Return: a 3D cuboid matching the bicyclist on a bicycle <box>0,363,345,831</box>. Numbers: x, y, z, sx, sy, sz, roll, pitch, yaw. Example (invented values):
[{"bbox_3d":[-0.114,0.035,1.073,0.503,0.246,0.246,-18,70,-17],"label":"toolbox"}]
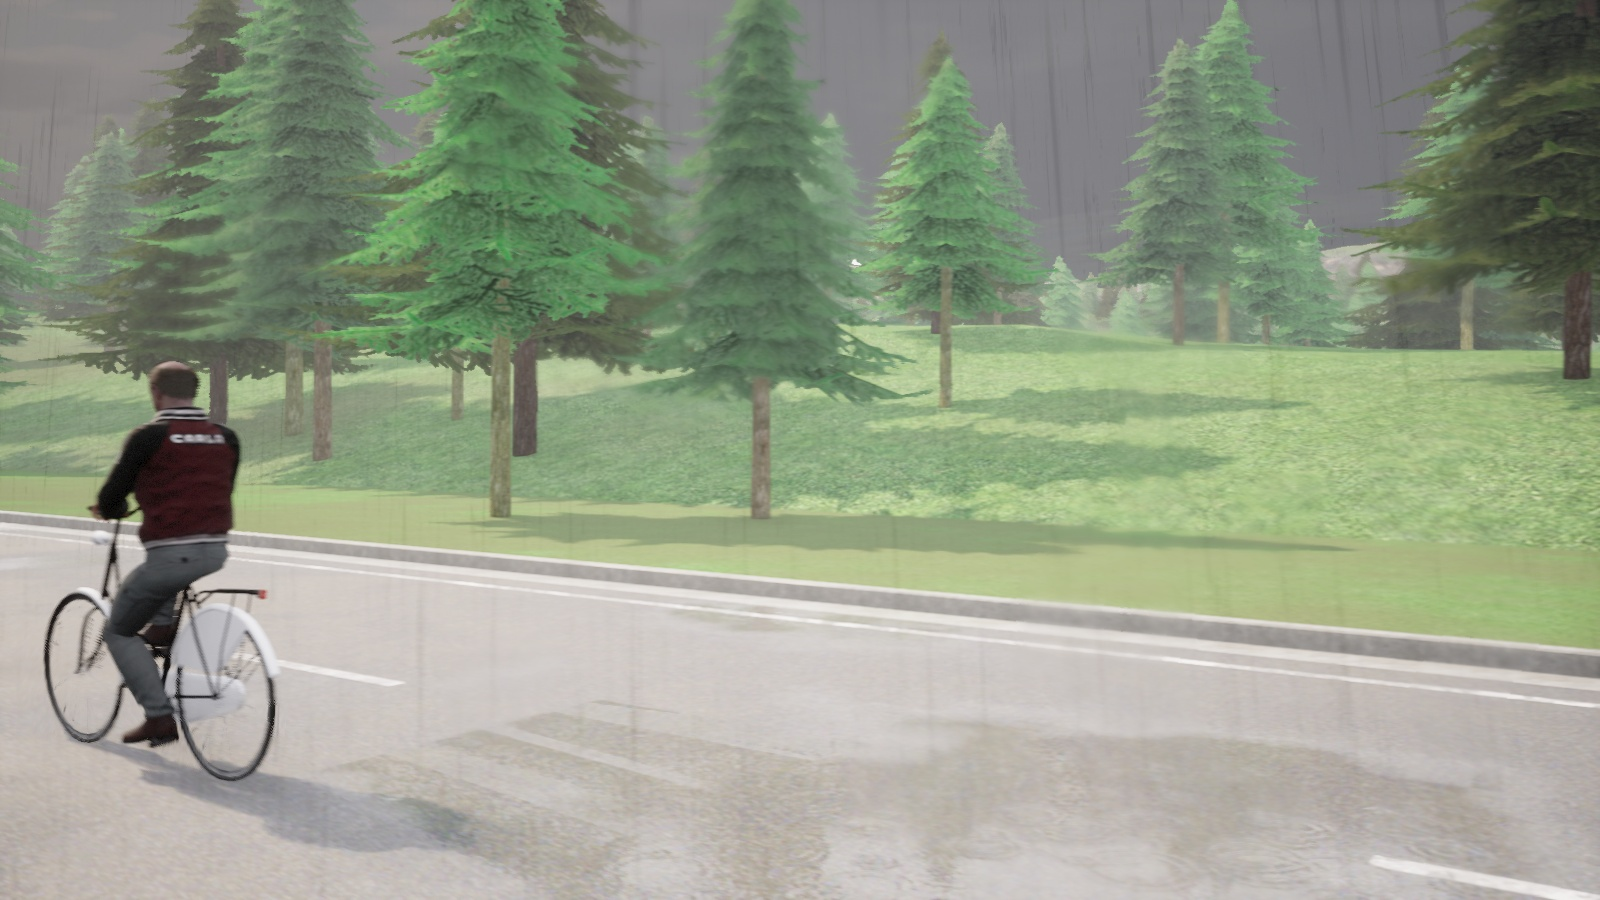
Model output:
[{"bbox_3d":[-2.885,0.552,5.538,1.843,1.776,0.659,0,1,34],"label":"bicyclist on a bicycle"}]
